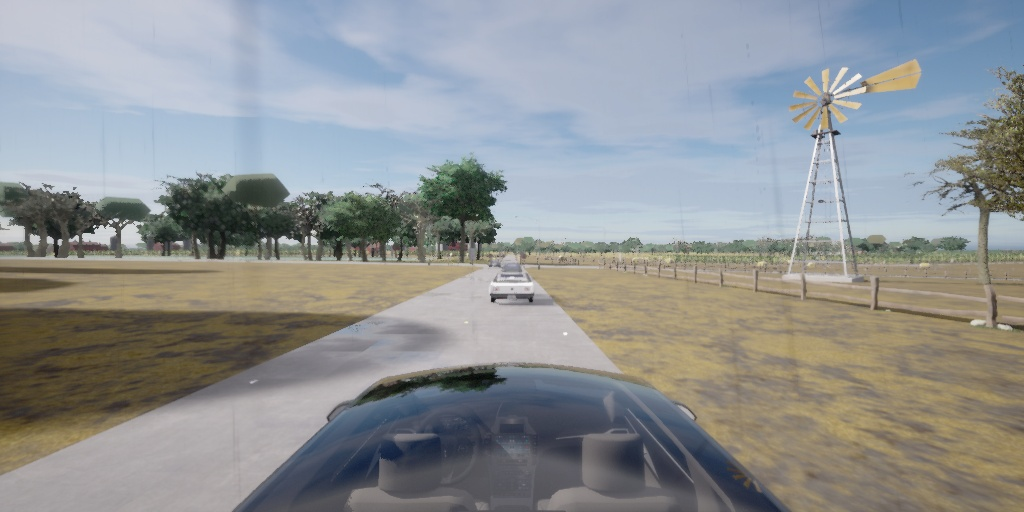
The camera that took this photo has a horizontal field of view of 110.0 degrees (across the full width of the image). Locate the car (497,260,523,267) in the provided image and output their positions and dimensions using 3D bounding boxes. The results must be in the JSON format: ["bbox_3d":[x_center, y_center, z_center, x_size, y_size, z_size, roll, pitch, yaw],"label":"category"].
[{"bbox_3d":[0.001,1.296,31.507,1.994,1.385,4.181,0,0,0],"label":"car"}]

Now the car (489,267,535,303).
[{"bbox_3d":[0.000,1.354,16.533,1.895,1.301,4.718,0,0,0],"label":"car"}]

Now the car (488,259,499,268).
[{"bbox_3d":[-2.749,1.195,58.510,2.128,1.511,4.902,0,0,0],"label":"car"}]
